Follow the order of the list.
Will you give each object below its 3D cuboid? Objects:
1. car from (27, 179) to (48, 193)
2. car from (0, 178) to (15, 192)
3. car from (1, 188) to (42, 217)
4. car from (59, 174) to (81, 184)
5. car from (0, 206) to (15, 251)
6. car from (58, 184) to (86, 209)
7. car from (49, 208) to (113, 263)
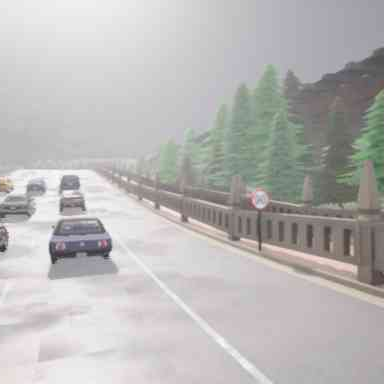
[{"bbox_3d":[-17.316,-0.767,37.177,1.812,1.442,4.674,-1,7,-20],"label":"car"},{"bbox_3d":[-20.718,-0.799,36.290,1.882,1.535,5.008,-1,7,-20],"label":"car"},{"bbox_3d":[-12.012,0.840,23.140,2.033,1.411,5.357,-1,5,-20],"label":"car"},{"bbox_3d":[-13.645,-0.995,37.305,2.150,2.045,5.566,-1,7,-20],"label":"car"},{"bbox_3d":[-7.296,1.504,10.685,1.882,1.535,5.008,-1,2,-19],"label":"car"},{"bbox_3d":[-9.438,0.549,26.284,2.128,1.511,4.902,-1,6,-20],"label":"car"},{"bbox_3d":[-4.100,1.564,12.159,1.895,1.301,4.718,-1,2,-20],"label":"car"}]
